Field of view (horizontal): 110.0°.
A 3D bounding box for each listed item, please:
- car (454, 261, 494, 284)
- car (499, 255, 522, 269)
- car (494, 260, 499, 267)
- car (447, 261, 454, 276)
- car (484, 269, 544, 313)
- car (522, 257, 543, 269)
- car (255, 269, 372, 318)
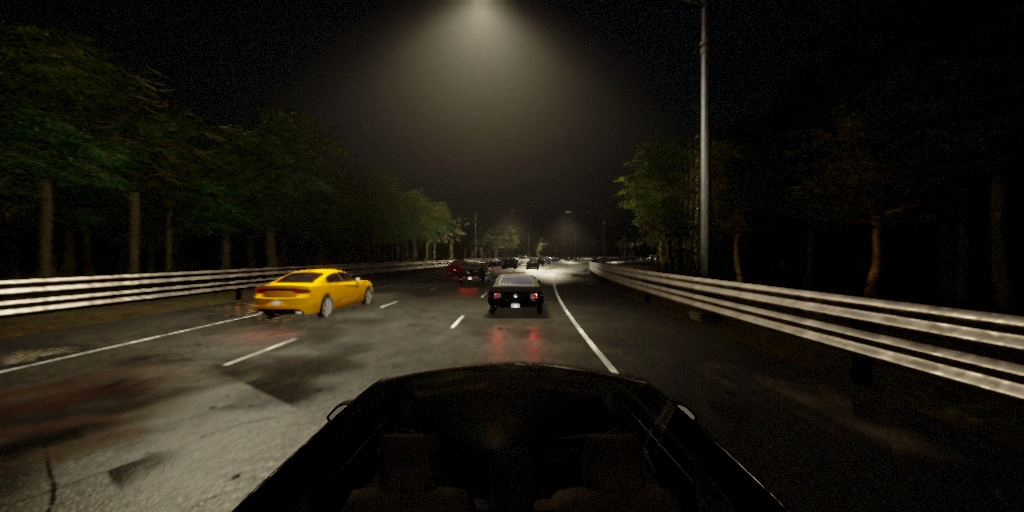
[{"bbox_3d":[-2.674,1.253,26.502,1.837,1.490,4.892,0,0,3],"label":"car"},{"bbox_3d":[-0.167,1.089,54.622,2.097,1.767,4.553,0,0,7],"label":"car"},{"bbox_3d":[-2.849,1.302,62.426,1.895,1.301,4.718,0,0,8],"label":"car"},{"bbox_3d":[-5.430,1.221,37.847,1.882,1.535,5.008,0,0,5],"label":"car"},{"bbox_3d":[0.188,1.353,14.063,1.895,1.301,4.718,0,0,2],"label":"car"},{"bbox_3d":[3.193,1.291,54.267,2.033,1.411,5.357,0,0,7],"label":"car"},{"bbox_3d":[-6.794,1.216,12.949,1.882,1.535,5.008,0,0,2],"label":"car"}]
